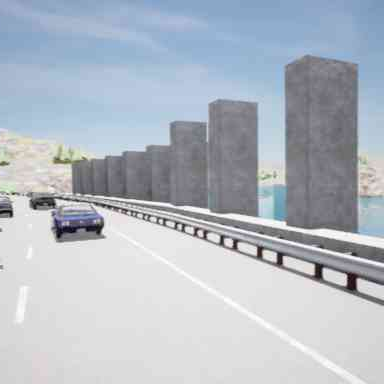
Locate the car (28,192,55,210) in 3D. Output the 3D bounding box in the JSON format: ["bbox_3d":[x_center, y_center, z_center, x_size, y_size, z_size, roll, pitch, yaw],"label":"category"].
[{"bbox_3d":[-13.852,0.750,30.752,1.837,1.490,4.892,-2,2,-31],"label":"car"}]

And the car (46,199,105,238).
[{"bbox_3d":[-5.383,1.199,15.223,1.895,1.301,4.718,-2,2,-26],"label":"car"}]

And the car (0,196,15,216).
[{"bbox_3d":[-13.993,0.999,24.127,2.033,1.411,5.357,-2,2,-29],"label":"car"}]

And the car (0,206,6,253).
[{"bbox_3d":[-5.720,1.339,7.752,1.837,1.490,4.892,-2,2,-25],"label":"car"}]
